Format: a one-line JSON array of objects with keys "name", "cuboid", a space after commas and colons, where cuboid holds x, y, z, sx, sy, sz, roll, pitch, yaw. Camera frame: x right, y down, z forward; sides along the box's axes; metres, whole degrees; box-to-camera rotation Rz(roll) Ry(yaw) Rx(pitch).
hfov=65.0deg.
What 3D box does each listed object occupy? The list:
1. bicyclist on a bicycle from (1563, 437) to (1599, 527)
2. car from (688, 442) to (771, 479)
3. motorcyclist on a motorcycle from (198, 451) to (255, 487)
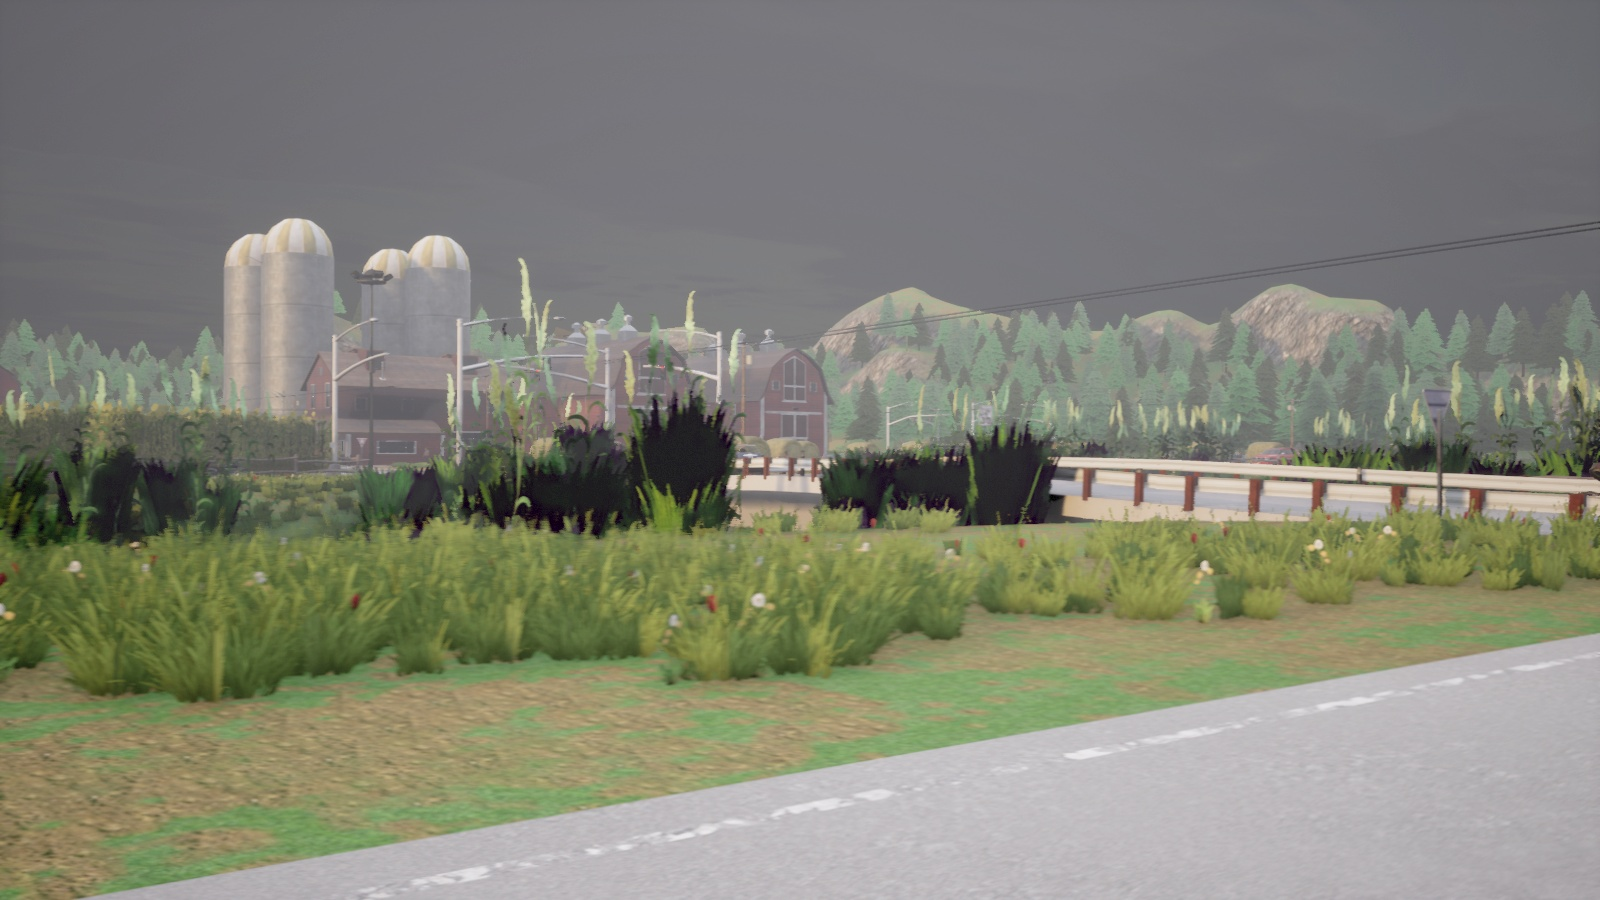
[{"name": "bicyclist on a bicycle", "cuboid": [14.808, 0.587, 22.639, 0.582, 1.620, 1.656, 0, 2, -34]}, {"name": "car", "cuboid": [-3.203, 0.504, 56.473, 1.970, 1.475, 3.806, 0, -3, -34]}, {"name": "motorcyclist on a motorcycle", "cuboid": [-27.251, 0.899, 59.688, 2.350, 1.649, 0.766, 0, 0, -40]}]
